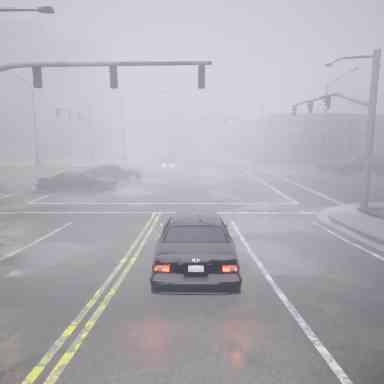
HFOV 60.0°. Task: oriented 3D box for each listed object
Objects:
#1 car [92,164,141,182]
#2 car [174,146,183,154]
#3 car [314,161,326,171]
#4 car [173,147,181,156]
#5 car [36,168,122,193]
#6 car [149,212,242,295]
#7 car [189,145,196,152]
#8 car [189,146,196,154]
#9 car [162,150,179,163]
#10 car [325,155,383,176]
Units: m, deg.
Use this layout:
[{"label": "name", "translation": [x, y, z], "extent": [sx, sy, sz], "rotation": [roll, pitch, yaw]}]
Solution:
[{"label": "car", "translation": [-6.814, -1.593, 28.487], "extent": [4.892, 1.490, 1.837], "rotation": [-4, 12, -22]}, {"label": "car", "translation": [-3.408, -8.503, 71.188], "extent": [2.033, 1.411, 5.357], "rotation": [0, 9, 0]}, {"label": "car", "translation": [16.323, -3.050, 37.320], "extent": [4.902, 1.511, 2.128], "rotation": [0, 9, 0]}, {"label": "car", "translation": [-3.489, -6.881, 60.993], "extent": [1.837, 1.490, 4.892], "rotation": [0, 9, 0]}, {"label": "car", "translation": [-8.034, -0.728, 23.419], "extent": [5.357, 1.411, 2.033], "rotation": [0, 9, 0]}, {"label": "car", "translation": [0.085, 1.219, 8.389], "extent": [2.033, 1.411, 5.357], "rotation": [0, 4, 0]}, {"label": "car", "translation": [0.118, -12.026, 91.705], "extent": [2.097, 1.767, 4.553], "rotation": [0, 9, 0]}, {"label": "car", "translation": [0.105, -10.166, 81.759], "extent": [1.895, 1.301, 4.718], "rotation": [0, 9, 0]}, {"label": "car", "translation": [-3.530, -5.297, 51.515], "extent": [2.033, 1.411, 5.357], "rotation": [0, 9, 0]}, {"label": "car", "translation": [17.067, -2.754, 33.815], "extent": [5.566, 2.045, 2.150], "rotation": [0, 9, 1]}]
